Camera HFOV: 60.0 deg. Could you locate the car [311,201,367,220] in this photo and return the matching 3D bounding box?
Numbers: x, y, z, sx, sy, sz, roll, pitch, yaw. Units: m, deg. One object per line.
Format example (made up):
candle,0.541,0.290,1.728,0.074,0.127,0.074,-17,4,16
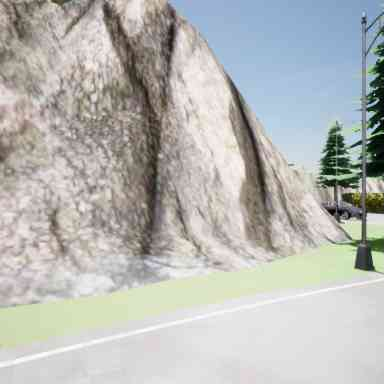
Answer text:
car,12.383,1.492,28.311,2.128,1.511,4.902,0,0,-26
